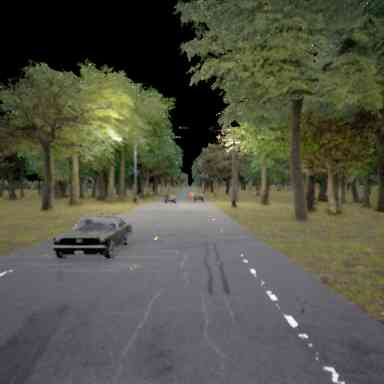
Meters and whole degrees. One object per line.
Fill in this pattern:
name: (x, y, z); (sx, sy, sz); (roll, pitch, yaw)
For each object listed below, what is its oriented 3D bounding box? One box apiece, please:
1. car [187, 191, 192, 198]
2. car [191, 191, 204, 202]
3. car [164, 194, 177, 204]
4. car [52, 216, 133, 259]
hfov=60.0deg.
car: (0.000, 0.556, 78.539); (2.097, 1.767, 4.553); (0, 0, 0)
car: (1.223, 1.033, 60.424); (1.837, 1.490, 4.892); (0, 1, 0)
car: (-3.559, 1.103, 55.024); (1.837, 1.490, 4.892); (0, 1, 0)
car: (-3.599, 1.631, 12.825); (1.895, 1.301, 4.718); (0, 0, 0)
